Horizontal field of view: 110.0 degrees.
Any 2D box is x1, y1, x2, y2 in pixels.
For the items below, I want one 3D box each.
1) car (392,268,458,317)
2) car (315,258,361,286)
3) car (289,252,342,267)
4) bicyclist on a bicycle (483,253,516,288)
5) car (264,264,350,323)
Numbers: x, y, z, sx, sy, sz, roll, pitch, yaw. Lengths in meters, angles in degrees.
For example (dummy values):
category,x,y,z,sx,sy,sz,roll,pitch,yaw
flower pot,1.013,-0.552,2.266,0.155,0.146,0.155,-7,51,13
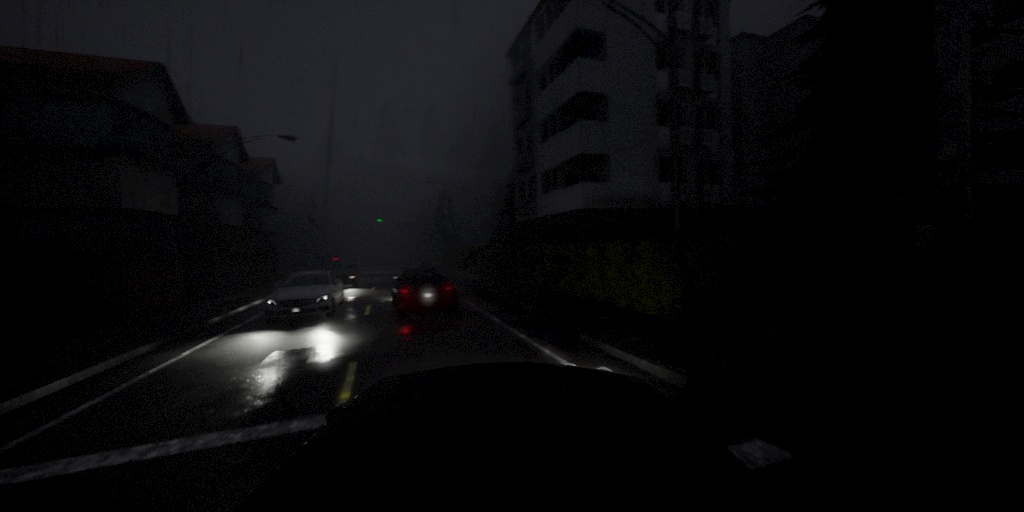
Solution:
category,x,y,z,sx,sy,sz,roll,pitch,yaw
car,-3.201,1.133,12.737,1.994,1.385,4.181,-3,2,-19
car,-10.512,1.099,22.410,2.033,1.411,5.357,-3,2,-19
car,-22.648,0.650,41.590,5.566,2.045,2.150,-2,2,-7
bicyclist on a bicycle,-0.581,0.655,16.714,1.656,1.620,0.582,-3,2,-20
car,-7.008,1.242,12.517,1.812,1.442,4.674,-3,2,-19
